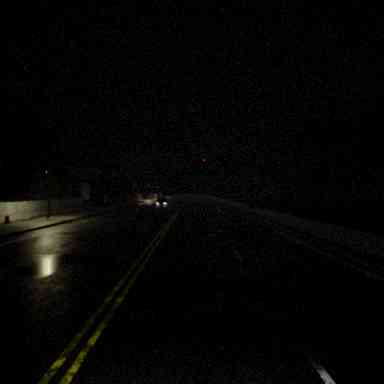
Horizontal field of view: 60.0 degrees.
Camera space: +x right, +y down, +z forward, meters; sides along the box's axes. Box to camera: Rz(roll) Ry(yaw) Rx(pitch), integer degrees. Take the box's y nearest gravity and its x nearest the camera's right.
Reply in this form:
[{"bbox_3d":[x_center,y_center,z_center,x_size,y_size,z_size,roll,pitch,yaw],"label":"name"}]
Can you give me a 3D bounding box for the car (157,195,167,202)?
[{"bbox_3d":[-6.516,1.474,71.842,1.812,1.442,4.674,0,0,0],"label":"car"}]
